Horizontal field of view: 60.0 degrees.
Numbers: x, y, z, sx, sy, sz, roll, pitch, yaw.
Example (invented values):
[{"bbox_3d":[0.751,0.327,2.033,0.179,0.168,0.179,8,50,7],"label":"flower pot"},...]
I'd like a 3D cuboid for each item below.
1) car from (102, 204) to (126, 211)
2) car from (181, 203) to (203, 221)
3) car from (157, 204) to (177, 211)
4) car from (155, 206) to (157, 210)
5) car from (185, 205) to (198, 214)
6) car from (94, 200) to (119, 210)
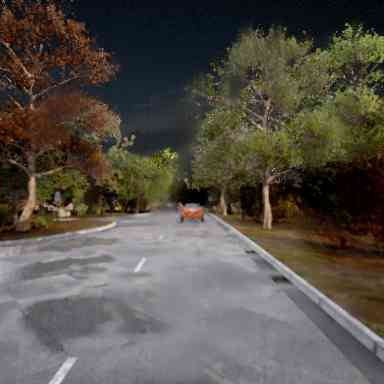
[{"bbox_3d":[-17.890,3.524,76.323,5.008,1.535,1.882,0,-3,-3],"label":"car"},{"bbox_3d":[0.010,1.840,32.470,2.097,1.767,4.553,0,-2,0],"label":"car"},{"bbox_3d":[-4.685,3.132,67.055,1.812,1.442,4.674,2,-3,-31],"label":"car"},{"bbox_3d":[-6.225,3.421,73.630,4.892,1.490,1.837,-2,-3,35],"label":"car"},{"bbox_3d":[-0.040,2.659,52.053,1.994,1.385,4.181,0,-2,0],"label":"car"},{"bbox_3d":[-18.984,2.721,73.059,5.566,2.045,2.150,0,-3,-3],"label":"car"}]
